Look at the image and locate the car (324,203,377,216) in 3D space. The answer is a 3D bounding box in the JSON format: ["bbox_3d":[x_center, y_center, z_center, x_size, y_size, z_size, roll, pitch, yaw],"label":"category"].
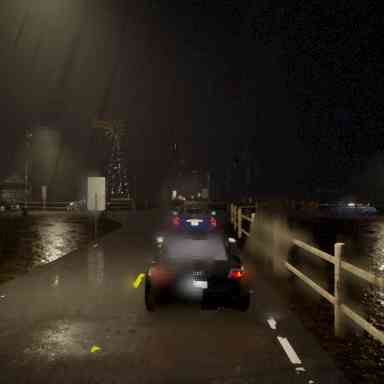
[{"bbox_3d":[17.908,1.950,37.662,5.357,1.411,2.033,1,-2,0],"label":"car"}]

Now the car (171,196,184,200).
[{"bbox_3d":[-2.781,1.781,53.952,1.895,1.301,4.718,0,0,1],"label":"car"}]

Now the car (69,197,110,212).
[{"bbox_3d":[-11.772,1.362,38.277,4.553,1.767,2.097,1,-2,-17],"label":"car"}]

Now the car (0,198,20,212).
[{"bbox_3d":[-20.255,1.292,34.093,4.892,1.490,1.837,1,-2,0],"label":"car"}]

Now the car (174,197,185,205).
[{"bbox_3d":[-2.639,1.779,69.327,2.128,1.511,4.902,0,0,0],"label":"car"}]

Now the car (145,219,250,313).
[{"bbox_3d":[0.110,1.573,7.749,1.994,1.385,4.181,0,0,0],"label":"car"}]

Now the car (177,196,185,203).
[{"bbox_3d":[-2.616,1.857,82.023,1.882,1.535,5.008,0,0,0],"label":"car"}]

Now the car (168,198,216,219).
[{"bbox_3d":[0.122,1.380,16.392,2.097,1.767,4.553,0,0,0],"label":"car"}]
